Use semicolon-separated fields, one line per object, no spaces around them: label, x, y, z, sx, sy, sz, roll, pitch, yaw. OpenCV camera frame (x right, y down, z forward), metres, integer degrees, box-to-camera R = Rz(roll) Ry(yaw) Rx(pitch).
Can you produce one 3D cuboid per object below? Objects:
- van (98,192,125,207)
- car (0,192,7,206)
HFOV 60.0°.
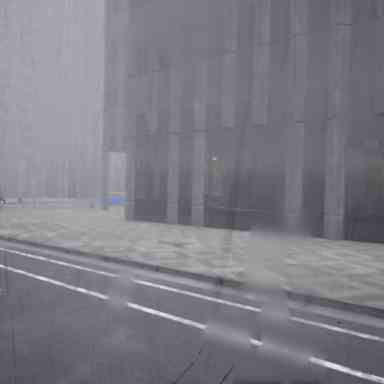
van;-9.337;0.856;40.032;1.690;1.788;3.998;2;1;36
car;-22.619;0.707;36.196;1.967;1.590;4.097;2;1;36
